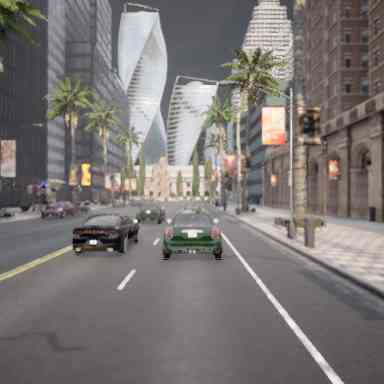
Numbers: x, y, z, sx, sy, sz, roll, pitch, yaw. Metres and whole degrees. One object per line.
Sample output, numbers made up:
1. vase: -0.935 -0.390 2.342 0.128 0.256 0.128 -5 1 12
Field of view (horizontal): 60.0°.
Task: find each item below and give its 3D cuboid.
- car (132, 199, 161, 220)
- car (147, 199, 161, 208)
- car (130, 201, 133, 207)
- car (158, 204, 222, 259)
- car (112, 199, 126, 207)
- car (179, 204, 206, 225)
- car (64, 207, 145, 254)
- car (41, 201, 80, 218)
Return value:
1. car: -3.447 1.664 28.404 2.097 1.767 4.553 0 -1 0
2. car: -7.340 2.214 65.142 2.128 1.511 4.902 0 -1 0
3. car: -10.838 2.217 65.063 1.837 1.490 4.892 0 0 0
4. car: 0.026 1.500 13.407 2.097 1.767 4.553 0 -1 0
5. car: -13.894 2.180 63.515 2.231 1.521 4.892 0 -1 -1
6. car: 0.053 1.807 28.463 2.128 1.511 4.902 0 0 0
7. car: -3.467 1.635 14.221 1.882 1.535 5.008 0 0 1
8. car: -13.602 1.731 34.145 2.185 1.767 4.553 0 -1 -1
